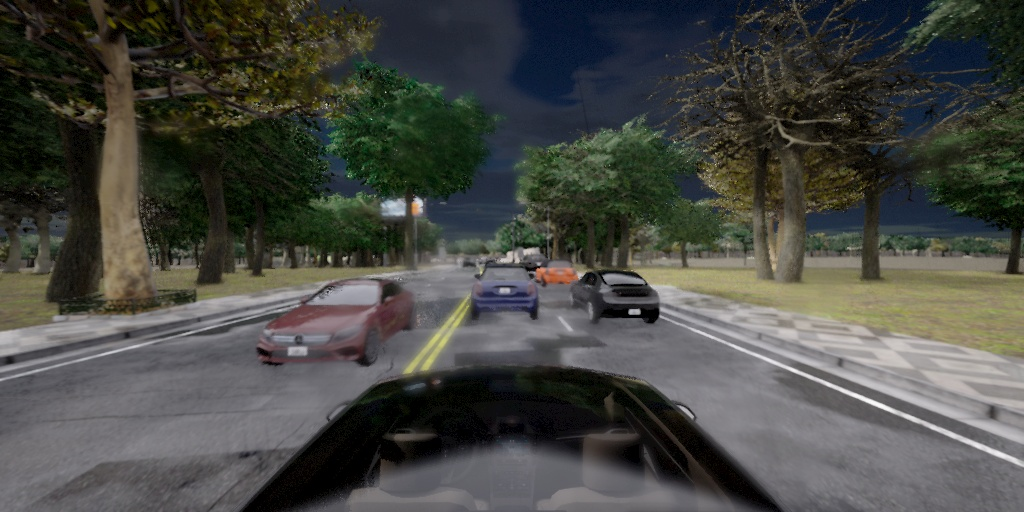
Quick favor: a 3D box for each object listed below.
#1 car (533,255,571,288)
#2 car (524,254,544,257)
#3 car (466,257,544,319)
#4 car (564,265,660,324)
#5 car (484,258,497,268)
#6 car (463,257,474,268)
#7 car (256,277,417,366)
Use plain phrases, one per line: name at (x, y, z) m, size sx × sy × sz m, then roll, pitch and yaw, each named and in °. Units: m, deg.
car at (2.730, 0.994, 22.804) m, size 2.097 × 1.767 × 4.553 m, roll 0°, pitch 0°, yaw -3°
car at (2.000, 0.833, 33.958) m, size 2.150 × 2.045 × 5.566 m, roll 0°, pitch 0°, yaw -7°
car at (-0.259, 1.038, 12.696) m, size 2.097 × 1.767 × 4.553 m, roll 0°, pitch 0°, yaw -2°
car at (3.123, 1.194, 11.724) m, size 1.837 × 1.490 × 4.892 m, roll 0°, pitch 0°, yaw -1°
car at (-3.644, 1.114, 59.345) m, size 1.837 × 1.490 × 4.892 m, roll 0°, pitch 0°, yaw -7°
car at (-6.710, 0.969, 57.101) m, size 2.097 × 1.767 × 4.553 m, roll 0°, pitch 0°, yaw -7°
car at (-3.438, 1.239, 8.015) m, size 1.812 × 1.442 × 4.674 m, roll 0°, pitch 0°, yaw -1°
